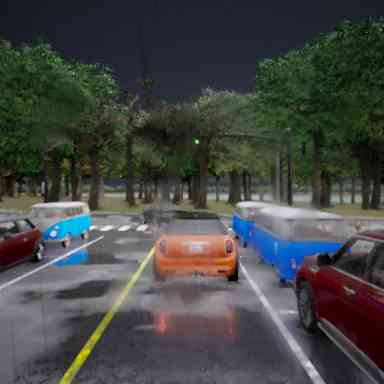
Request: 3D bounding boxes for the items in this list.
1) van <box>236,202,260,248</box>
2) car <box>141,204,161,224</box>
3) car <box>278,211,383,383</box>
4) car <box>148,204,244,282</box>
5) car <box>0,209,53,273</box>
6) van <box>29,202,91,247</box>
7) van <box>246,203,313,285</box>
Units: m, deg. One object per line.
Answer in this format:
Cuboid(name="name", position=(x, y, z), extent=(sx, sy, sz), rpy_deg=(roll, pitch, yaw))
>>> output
Cuboid(name="van", position=(2.761, 1.355, 14.621), extent=(1.690, 1.788, 3.998), rpy_deg=(0, 0, 0))
Cuboid(name="car", position=(-1.975, 1.506, 21.948), extent=(2.128, 1.511, 4.902), rpy_deg=(1, 0, -24))
Cuboid(name="car", position=(2.761, 1.318, 3.746), extent=(2.192, 1.841, 5.009), rpy_deg=(0, 0, 0))
Cuboid(name="car", position=(0.103, 1.361, 9.948), extent=(2.097, 1.767, 4.553), rpy_deg=(0, 0, 0))
Cuboid(name="car", position=(-5.764, 1.449, 9.183), extent=(1.967, 1.590, 4.097), rpy_deg=(0, 0, 0))
Cuboid(name="van", position=(-5.764, 1.355, 14.621), extent=(1.690, 1.788, 3.998), rpy_deg=(0, 0, 0))
Cuboid(name="van", position=(2.761, 1.350, 9.183), extent=(1.690, 1.788, 3.998), rpy_deg=(0, 0, 0))
